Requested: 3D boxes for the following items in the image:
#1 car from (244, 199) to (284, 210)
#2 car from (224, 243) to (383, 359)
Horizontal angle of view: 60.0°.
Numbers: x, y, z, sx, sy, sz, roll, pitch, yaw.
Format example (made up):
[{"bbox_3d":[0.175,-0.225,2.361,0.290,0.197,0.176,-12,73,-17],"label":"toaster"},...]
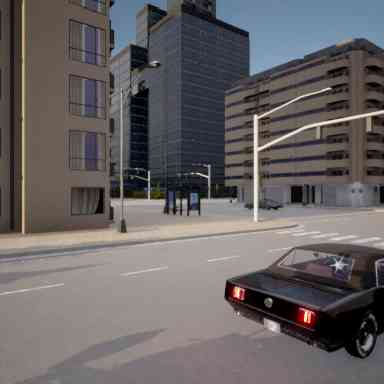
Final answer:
[{"bbox_3d":[9.237,1.603,43.131,2.033,1.411,5.357,0,0,-38],"label":"car"},{"bbox_3d":[2.922,1.601,6.009,4.718,1.301,1.895,0,0,-36],"label":"car"}]
